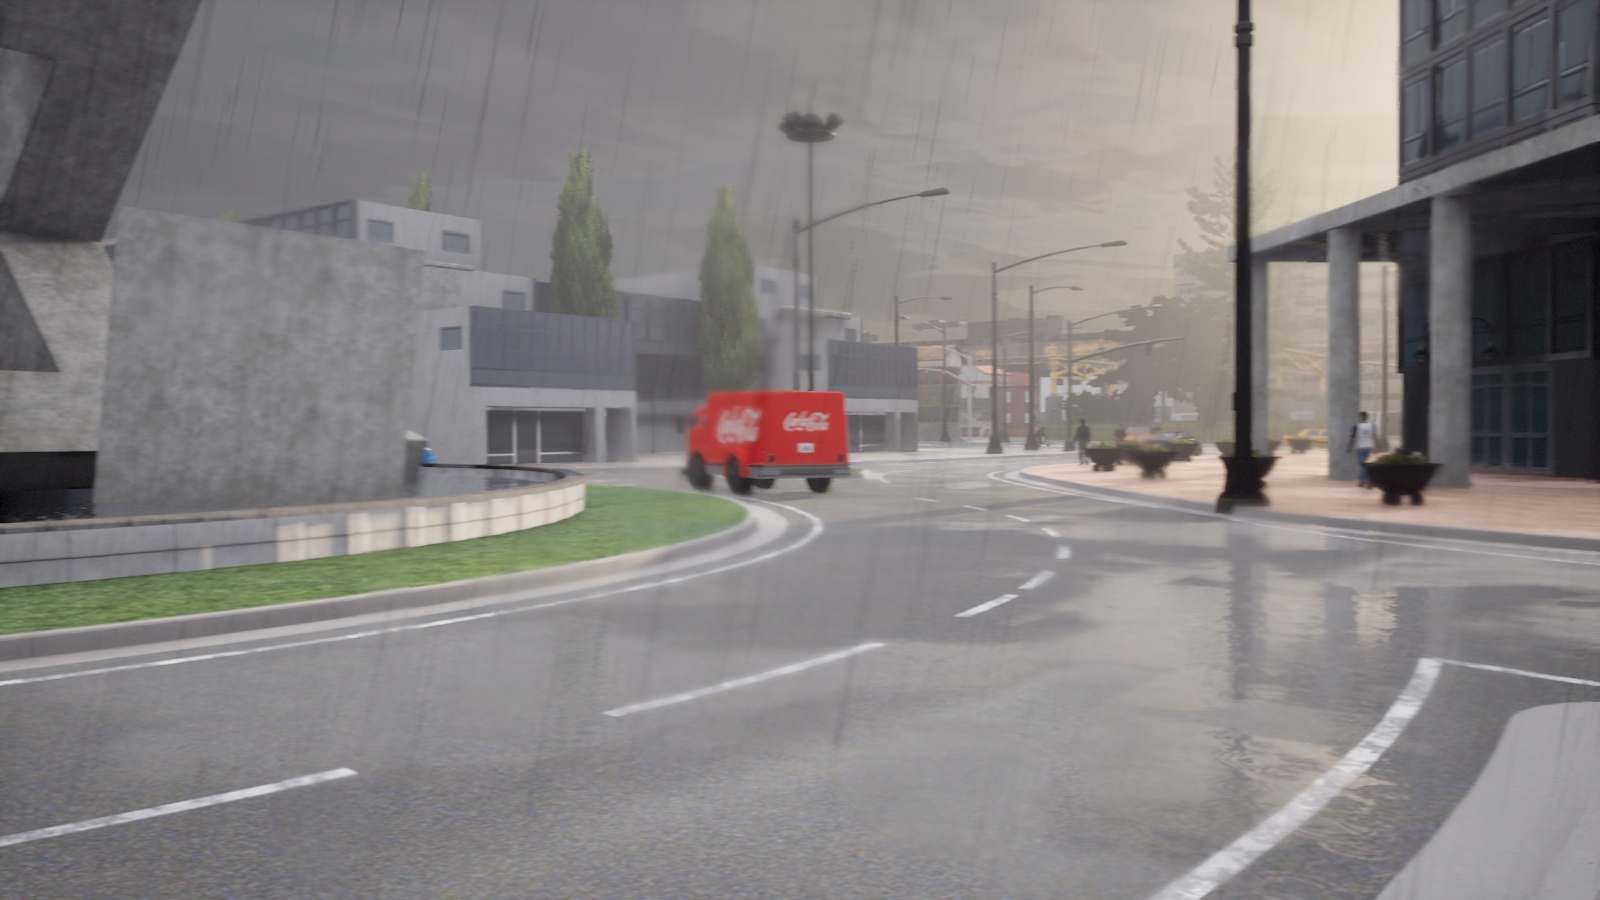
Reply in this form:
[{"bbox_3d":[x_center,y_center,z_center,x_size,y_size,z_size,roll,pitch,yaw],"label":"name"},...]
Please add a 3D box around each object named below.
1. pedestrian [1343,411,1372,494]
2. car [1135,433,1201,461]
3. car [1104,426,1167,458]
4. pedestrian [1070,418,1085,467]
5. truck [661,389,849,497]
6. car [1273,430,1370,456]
[{"bbox_3d":[12.576,0.050,28.323,0.354,1.836,0.706,0,1,3],"label":"pedestrian"},{"bbox_3d":[19.342,-0.175,65.848,1.994,1.385,4.181,1,1,36],"label":"car"},{"bbox_3d":[19.093,-0.476,71.368,2.097,1.767,4.553,1,1,33],"label":"car"},{"bbox_3d":[10.314,-0.284,46.663,0.370,1.835,0.726,1,1,26],"label":"pedestrian"},{"bbox_3d":[-1.251,-0.204,31.444,2.627,2.467,5.204,0,1,-29],"label":"truck"},{"bbox_3d":[32.947,-0.452,79.392,5.366,1.575,1.801,1,1,36],"label":"car"}]
